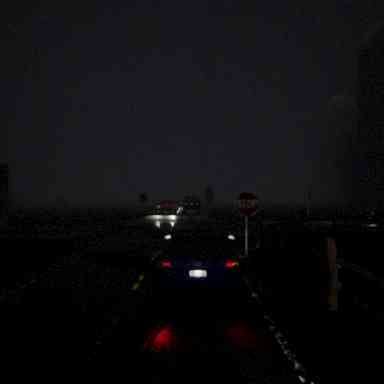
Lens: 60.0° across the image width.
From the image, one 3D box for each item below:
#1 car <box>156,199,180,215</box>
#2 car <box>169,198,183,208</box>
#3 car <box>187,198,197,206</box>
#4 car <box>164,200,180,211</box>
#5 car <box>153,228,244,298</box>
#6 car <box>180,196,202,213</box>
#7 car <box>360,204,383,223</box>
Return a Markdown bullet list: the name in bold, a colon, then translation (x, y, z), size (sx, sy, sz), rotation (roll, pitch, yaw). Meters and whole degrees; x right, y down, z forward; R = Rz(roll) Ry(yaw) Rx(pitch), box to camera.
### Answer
- **car**: translation (-2.836, 1.620, 38.059), size (2.097, 1.767, 4.553), rotation (0, 0, 0)
- **car**: translation (-2.804, 1.920, 58.744), size (2.128, 1.511, 4.902), rotation (0, 0, 0)
- **car**: translation (0.029, 2.056, 68.579), size (2.033, 1.411, 5.357), rotation (0, 0, 0)
- **car**: translation (-2.827, 1.894, 48.326), size (2.033, 1.411, 5.357), rotation (0, 0, 0)
- **car**: translation (0.194, 1.623, 8.715), size (1.994, 1.385, 4.181), rotation (0, 0, 2)
- **car**: translation (0.038, 1.515, 41.399), size (2.150, 2.045, 5.566), rotation (0, 0, 1)
- **car**: translation (14.786, 1.386, 23.949), size (5.008, 1.535, 1.882), rotation (-1, 0, 0)
